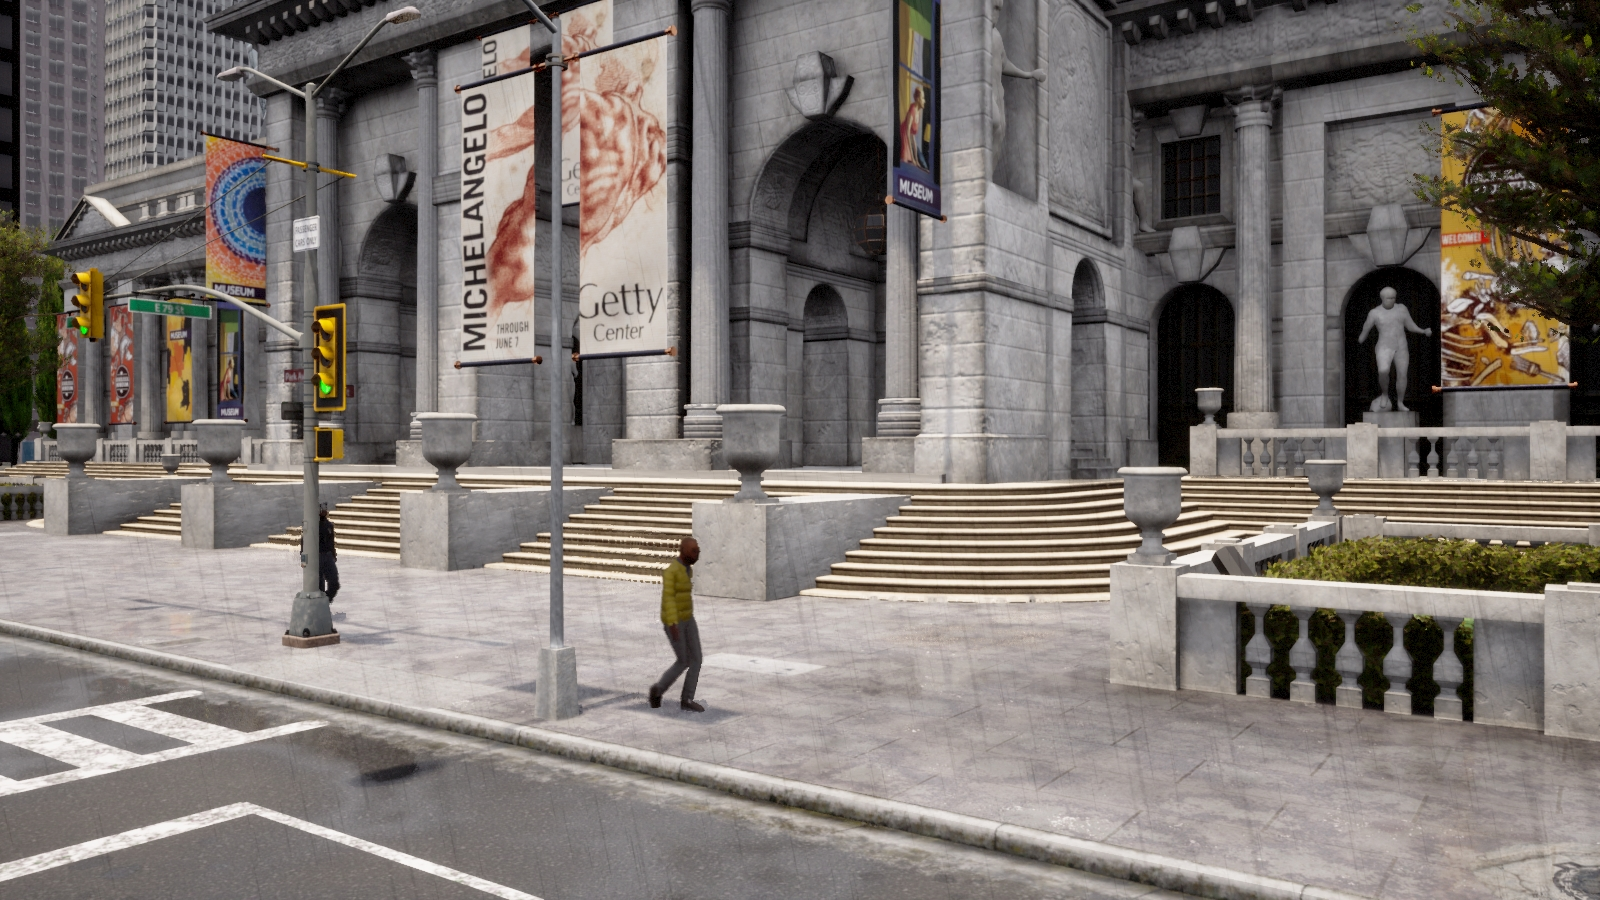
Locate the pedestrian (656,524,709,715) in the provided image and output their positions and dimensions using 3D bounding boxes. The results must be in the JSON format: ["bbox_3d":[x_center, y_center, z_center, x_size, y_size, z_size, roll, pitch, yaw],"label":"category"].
[{"bbox_3d":[-1.186,1.694,11.562,0.375,1.860,0.375,0,0,31],"label":"pedestrian"}]

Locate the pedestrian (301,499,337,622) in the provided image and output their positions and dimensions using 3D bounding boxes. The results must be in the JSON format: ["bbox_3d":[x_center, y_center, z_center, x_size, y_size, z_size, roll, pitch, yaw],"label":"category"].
[{"bbox_3d":[-7.419,1.690,17.629,0.375,1.860,0.375,0,0,39],"label":"pedestrian"}]
